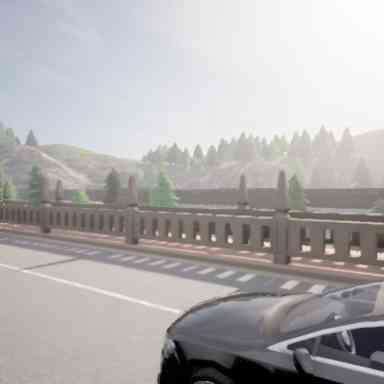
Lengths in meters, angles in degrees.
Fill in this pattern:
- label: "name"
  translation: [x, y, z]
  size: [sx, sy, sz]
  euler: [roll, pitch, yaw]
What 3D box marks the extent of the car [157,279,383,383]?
- label: "car"
  translation: [1.893, 1.492, 2.642]
  size: [4.902, 1.511, 2.128]
  euler: [0, 0, 35]
